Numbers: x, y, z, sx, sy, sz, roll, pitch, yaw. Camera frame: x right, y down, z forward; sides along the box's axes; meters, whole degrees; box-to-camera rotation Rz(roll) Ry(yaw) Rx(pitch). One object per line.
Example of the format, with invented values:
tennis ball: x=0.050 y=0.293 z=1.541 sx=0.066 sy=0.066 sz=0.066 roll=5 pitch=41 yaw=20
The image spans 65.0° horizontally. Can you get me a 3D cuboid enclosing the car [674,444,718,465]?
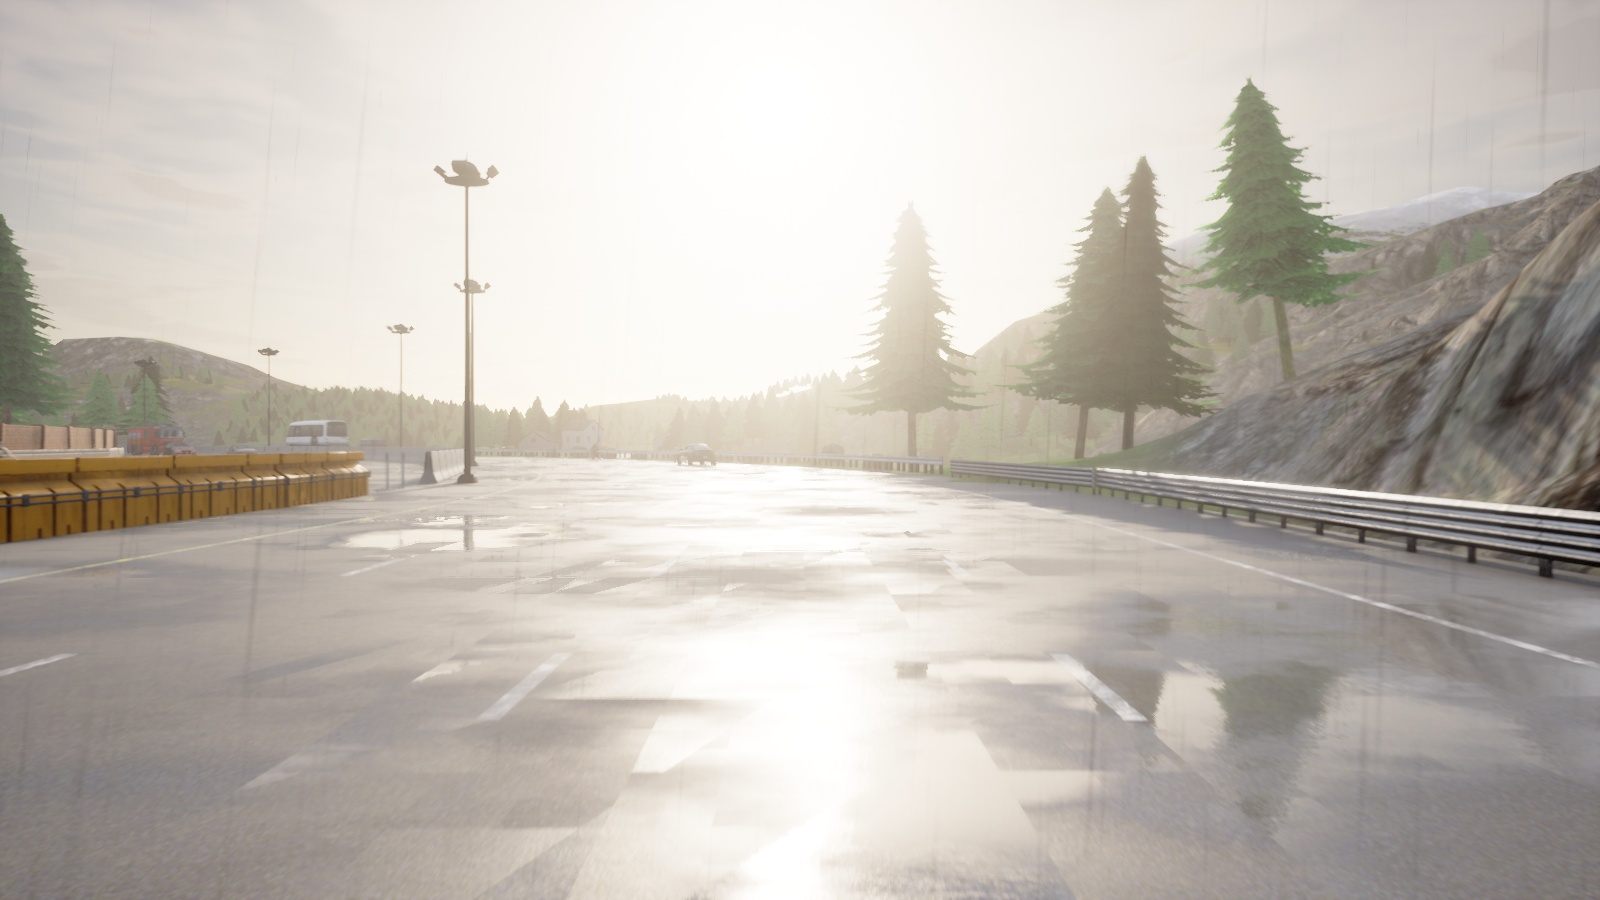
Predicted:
car: x=-7.120 y=0.286 z=85.227 sx=1.812 sy=1.442 sz=4.674 roll=0 pitch=0 yaw=-20

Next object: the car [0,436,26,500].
car: x=-20.967 y=0.455 z=30.634 sx=1.851 sy=1.617 sz=3.988 roll=0 pitch=0 yaw=-3
